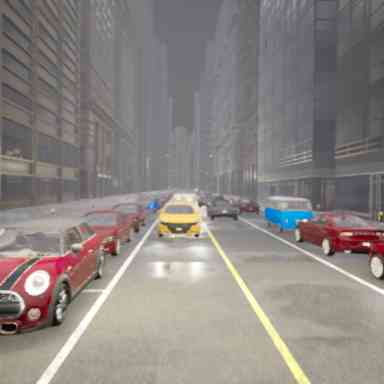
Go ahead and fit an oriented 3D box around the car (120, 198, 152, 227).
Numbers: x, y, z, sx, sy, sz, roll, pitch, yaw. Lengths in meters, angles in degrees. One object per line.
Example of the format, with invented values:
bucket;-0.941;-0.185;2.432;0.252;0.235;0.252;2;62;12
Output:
car;-3.437;1.264;17.743;1.887;1.381;4.507;1;1;-2

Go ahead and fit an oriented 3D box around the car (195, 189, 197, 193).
car;2.552;0.400;90.826;1.802;1.307;4.206;1;1;-2

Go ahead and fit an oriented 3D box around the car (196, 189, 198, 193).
car;2.749;0.333;85.227;1.967;1.590;4.097;1;1;-2

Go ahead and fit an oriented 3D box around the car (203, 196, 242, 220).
car;2.151;1.256;24.609;1.994;1.385;4.181;1;1;-2

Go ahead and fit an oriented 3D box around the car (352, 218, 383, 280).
car;5.471;1.515;6.853;1.887;1.381;4.507;1;1;-2

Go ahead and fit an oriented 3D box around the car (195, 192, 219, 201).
car;1.639;1.057;39.049;1.994;1.385;4.181;1;1;-2

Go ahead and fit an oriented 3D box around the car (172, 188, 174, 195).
car;-4.990;0.415;62.523;2.192;1.841;5.009;1;1;-2

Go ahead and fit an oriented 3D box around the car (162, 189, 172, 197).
car;-4.603;0.694;51.329;1.967;1.590;4.097;1;1;-2

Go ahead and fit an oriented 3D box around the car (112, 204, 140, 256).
car;-3.243;1.341;12.145;1.887;1.381;4.507;1;1;-2

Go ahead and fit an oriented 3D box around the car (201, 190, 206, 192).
car;3.331;0.685;68.434;1.947;1.339;4.313;1;1;-2

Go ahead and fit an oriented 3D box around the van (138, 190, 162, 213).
van;-3.823;0.905;28.936;1.690;1.788;3.998;1;1;-2

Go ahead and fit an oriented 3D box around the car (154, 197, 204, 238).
car;-0.632;1.246;16.492;1.882;1.535;5.008;1;1;-2

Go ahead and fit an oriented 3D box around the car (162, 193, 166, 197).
car;-4.021;1.068;34.537;1.802;1.307;4.206;1;1;-2

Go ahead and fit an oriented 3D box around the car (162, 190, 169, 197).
car;-4.214;0.849;40.133;1.967;1.590;4.097;1;1;-2

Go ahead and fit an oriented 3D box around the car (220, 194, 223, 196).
car;4.500;1.022;34.843;1.967;1.590;4.097;1;1;-2

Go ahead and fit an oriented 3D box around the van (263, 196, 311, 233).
van;5.085;1.156;18.046;1.690;1.788;3.998;1;1;-2

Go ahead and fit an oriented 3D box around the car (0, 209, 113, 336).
car;-3.046;1.314;6.546;1.967;1.590;4.097;1;1;-2

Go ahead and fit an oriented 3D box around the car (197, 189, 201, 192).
car;2.942;0.518;79.629;2.008;1.369;4.403;1;1;-2

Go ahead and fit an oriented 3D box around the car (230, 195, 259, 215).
car;4.693;1.204;29.246;1.887;1.381;4.507;1;1;-2

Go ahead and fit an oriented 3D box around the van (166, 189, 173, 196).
van;-5.769;0.138;84.914;1.690;1.788;3.998;1;1;-2

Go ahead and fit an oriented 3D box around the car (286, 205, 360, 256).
car;5.277;1.437;12.451;1.887;1.381;4.507;1;1;-2

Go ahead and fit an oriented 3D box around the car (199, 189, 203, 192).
car;3.136;0.609;74.032;1.947;1.339;4.313;1;1;-2
